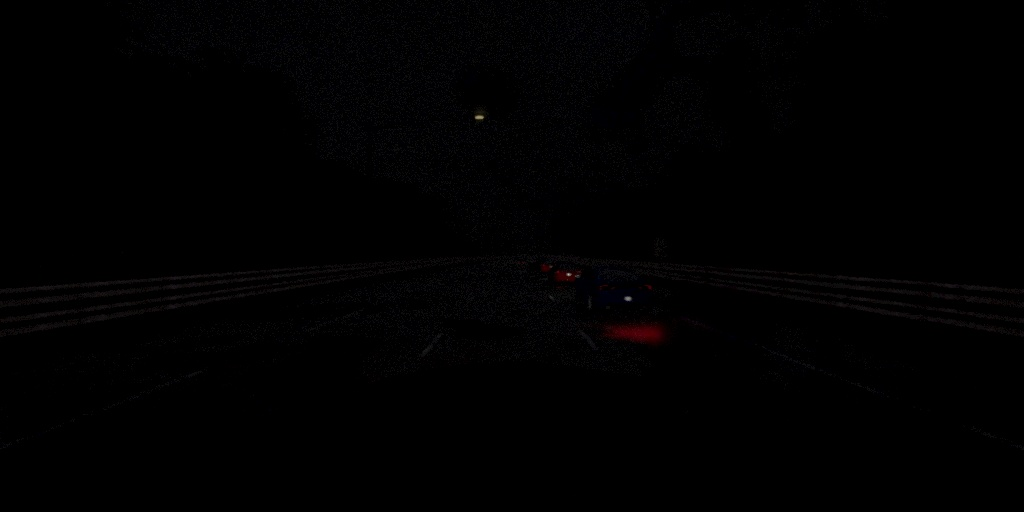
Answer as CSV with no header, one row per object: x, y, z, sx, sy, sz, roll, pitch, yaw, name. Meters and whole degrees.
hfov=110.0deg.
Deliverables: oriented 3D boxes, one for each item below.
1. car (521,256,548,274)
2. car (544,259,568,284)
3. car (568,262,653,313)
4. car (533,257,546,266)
2.935,0.996,36.243,1.994,1.385,4.181,0,0,-22,car
3.523,1.092,24.218,1.994,1.385,4.181,0,0,0,car
3.500,1.106,13.276,1.882,1.535,5.008,0,1,0,car
4.290,0.836,56.921,1.812,1.442,4.674,0,0,2,car
